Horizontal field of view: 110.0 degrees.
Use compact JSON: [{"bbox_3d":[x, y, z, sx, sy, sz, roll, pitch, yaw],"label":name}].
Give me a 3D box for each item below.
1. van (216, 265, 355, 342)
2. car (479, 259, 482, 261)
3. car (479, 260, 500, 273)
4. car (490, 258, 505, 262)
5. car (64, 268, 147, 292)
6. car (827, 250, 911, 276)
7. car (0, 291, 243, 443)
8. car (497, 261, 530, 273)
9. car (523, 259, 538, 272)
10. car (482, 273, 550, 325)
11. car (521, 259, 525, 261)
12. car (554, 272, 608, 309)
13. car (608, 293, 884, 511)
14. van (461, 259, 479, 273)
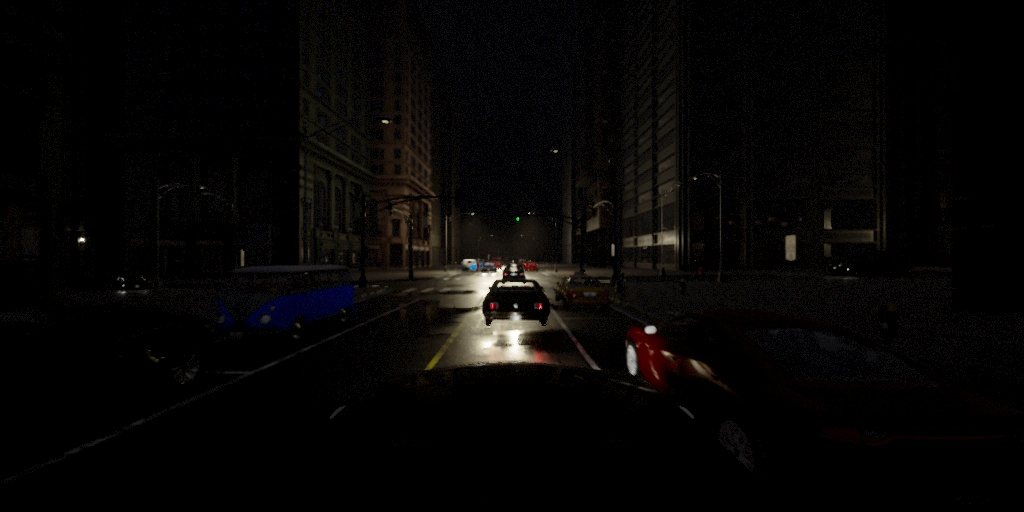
[{"bbox_3d":[-5.751,1.131,9.571,1.690,1.789,3.998,0,0,0],"label":"van"},{"bbox_3d":[-5.681,1.577,53.079,1.888,1.381,4.507,0,0,0],"label":"car"},{"bbox_3d":[-2.998,1.564,47.825,1.994,1.385,4.181,0,0,0],"label":"car"},{"bbox_3d":[-2.915,1.313,63.473,2.150,2.045,5.566,0,0,1],"label":"car"},{"bbox_3d":[-30.284,1.740,26.841,4.553,1.767,2.097,-1,0,0],"label":"car"},{"bbox_3d":[29.509,0.590,29.707,5.566,2.045,2.150,-1,0,0],"label":"car"},{"bbox_3d":[-5.761,1.329,4.158,1.948,1.339,4.313,0,0,0],"label":"car"},{"bbox_3d":[0.126,1.417,29.337,2.033,1.411,5.357,-1,0,0],"label":"car"},{"bbox_3d":[2.874,1.576,53.044,1.888,1.381,4.507,0,0,0],"label":"car"},{"bbox_3d":[0.118,1.404,11.994,1.895,1.301,4.718,0,0,0],"label":"car"},{"bbox_3d":[2.883,1.609,58.570,1.888,1.381,4.507,0,0,0],"label":"car"},{"bbox_3d":[2.791,1.344,15.122,1.751,1.417,4.829,0,0,0],"label":"car"},{"bbox_3d":[2.765,1.309,4.372,1.888,1.381,4.507,0,0,0],"label":"car"},{"bbox_3d":[-5.693,1.340,47.554,1.690,1.789,3.998,0,0,0],"label":"van"}]
